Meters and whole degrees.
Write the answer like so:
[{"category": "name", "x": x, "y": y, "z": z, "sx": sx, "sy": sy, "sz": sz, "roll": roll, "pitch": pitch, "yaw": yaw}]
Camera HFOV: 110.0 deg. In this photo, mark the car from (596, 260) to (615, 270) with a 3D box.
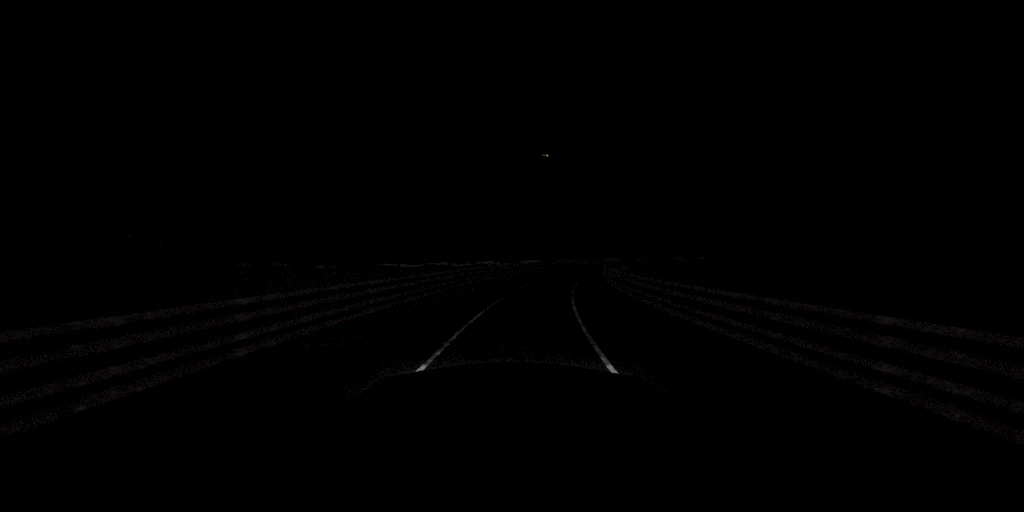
[{"category": "car", "x": 13.542, "y": 1.257, "z": 52.025, "sx": 2.128, "sy": 1.511, "sz": 4.902, "roll": 0, "pitch": 0, "yaw": 29}]
